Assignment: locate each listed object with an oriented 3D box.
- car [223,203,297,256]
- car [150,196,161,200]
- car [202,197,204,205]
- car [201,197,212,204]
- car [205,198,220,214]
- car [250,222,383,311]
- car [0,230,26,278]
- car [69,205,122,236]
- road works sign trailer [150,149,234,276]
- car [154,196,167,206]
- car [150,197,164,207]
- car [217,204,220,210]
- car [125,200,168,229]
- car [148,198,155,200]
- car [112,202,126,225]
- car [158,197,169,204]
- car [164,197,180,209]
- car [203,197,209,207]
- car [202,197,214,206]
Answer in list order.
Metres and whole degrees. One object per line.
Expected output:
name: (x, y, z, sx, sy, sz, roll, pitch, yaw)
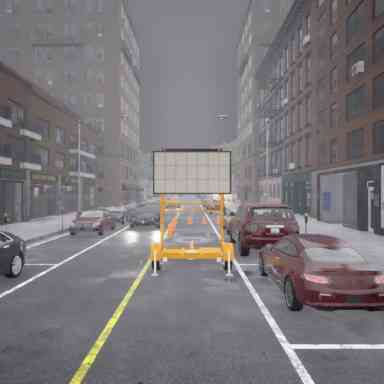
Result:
car: (2.642, 1.315, 12.962, 2.192, 1.841, 5.009, 0, 0, 0)
car: (-5.374, 1.553, 40.552, 2.008, 1.369, 4.403, 0, 0, 0)
car: (2.653, 1.531, 46.241, 1.752, 1.417, 4.829, 0, 0, 0)
car: (2.659, 1.585, 62.626, 1.947, 1.339, 4.313, 0, 0, 0)
car: (2.649, 1.583, 35.035, 1.802, 1.307, 4.206, 0, 0, 0)
car: (2.639, 1.582, 7.443, 1.802, 1.307, 4.206, 0, 0, 0)
car: (-5.386, 1.551, 7.439, 2.008, 1.369, 4.403, 0, 0, 0)
car: (-5.382, 1.582, 18.477, 1.802, 1.307, 4.206, 0, 0, 0)
road works sign trailer: (0.003, 0.464, 10.330, 2.380, 3.560, 2.880, 0, 0, 0)
car: (-5.368, 1.454, 57.109, 1.967, 1.590, 4.097, 0, 0, 0)
car: (-5.370, 1.535, 51.419, 1.752, 1.417, 4.829, 0, 0, 0)
car: (2.639, 1.525, 18.648, 1.752, 1.417, 4.829, 0, 0, 0)
car: (-2.841, 1.505, 21.721, 1.837, 1.490, 4.892, 0, 0, 0)
car: (-5.376, 1.567, 35.034, 1.947, 1.339, 4.313, 0, 0, 0)
car: (-5.380, 1.551, 23.996, 2.008, 1.369, 4.403, 0, 0, 0)
car: (-5.366, 1.601, 62.628, 1.802, 1.307, 4.206, 0, 0, 0)
car: (-2.734, 1.484, 46.895, 1.882, 1.535, 5.008, 0, 0, 0)
car: (2.651, 1.584, 40.553, 1.802, 1.307, 4.206, 0, 0, 0)
car: (2.657, 1.596, 57.107, 1.802, 1.307, 4.206, 0, 0, 0)
